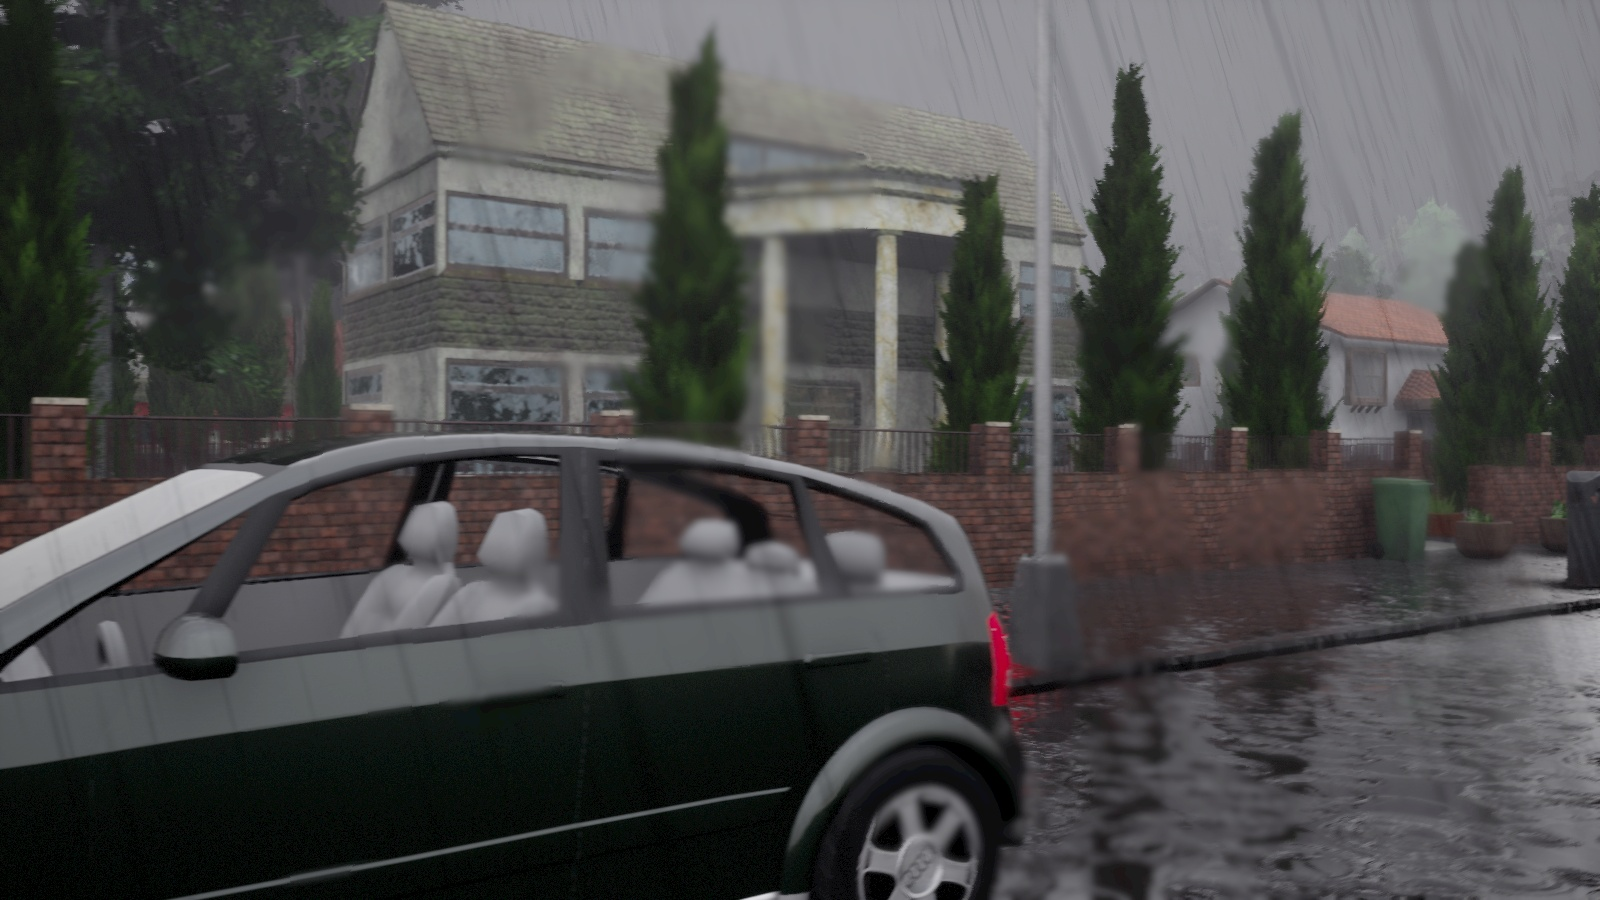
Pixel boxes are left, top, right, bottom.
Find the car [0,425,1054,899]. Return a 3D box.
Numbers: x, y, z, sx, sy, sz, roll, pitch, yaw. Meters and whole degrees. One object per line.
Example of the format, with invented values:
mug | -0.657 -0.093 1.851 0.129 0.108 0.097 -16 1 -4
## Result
car | -1.284 0.734 3.375 3.705 1.549 1.789 0 0 -35
